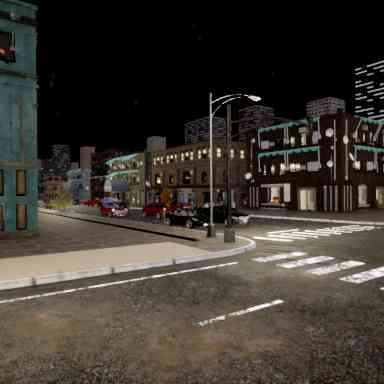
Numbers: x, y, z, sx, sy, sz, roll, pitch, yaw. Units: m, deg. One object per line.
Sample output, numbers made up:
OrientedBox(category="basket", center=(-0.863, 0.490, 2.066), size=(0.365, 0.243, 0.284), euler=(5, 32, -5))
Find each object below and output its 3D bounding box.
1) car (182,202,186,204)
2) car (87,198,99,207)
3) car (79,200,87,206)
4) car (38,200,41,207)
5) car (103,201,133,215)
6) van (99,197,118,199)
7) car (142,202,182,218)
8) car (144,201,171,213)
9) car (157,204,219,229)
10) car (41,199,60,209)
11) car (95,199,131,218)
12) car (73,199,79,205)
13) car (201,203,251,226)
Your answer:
OrientedBox(category="car", center=(-1.445, 1.904, 40.034), size=(1.802, 1.307, 4.206), euler=(-2, 0, -35))
OrientedBox(category="car", center=(-17.450, 1.940, 62.615), size=(2.192, 1.841, 5.009), euler=(-1, 0, -35))
OrientedBox(category="car", center=(-20.644, 2.228, 67.132), size=(1.887, 1.381, 4.507), euler=(-1, 0, -35))
OrientedBox(category="car", center=(-30.681, 2.376, 66.803), size=(2.008, 1.369, 4.403), euler=(-1, 0, -35))
OrientedBox(category="car", center=(-9.214, 1.944, 41.012), size=(1.837, 1.490, 4.892), euler=(-1, 0, -35))
OrientedBox(category="van", center=(-14.250, 1.907, 58.099), size=(1.690, 1.788, 3.998), euler=(-1, 0, -35))
OrientedBox(category="car", center=(-3.311, 1.850, 32.687), size=(1.812, 1.442, 4.674), euler=(-1, 0, -35))
OrientedBox(category="car", center=(-4.644, 1.966, 44.549), size=(1.802, 1.307, 4.206), euler=(-1, 0, -35))
OrientedBox(category="car", center=(-0.360, 1.815, 23.794), size=(1.947, 1.339, 4.313), euler=(-1, 0, -35))
OrientedBox(category="car", center=(-24.183, 2.233, 57.631), size=(1.752, 1.417, 4.829), euler=(-1, 0, -35))
OrientedBox(category="car", center=(-8.285, 1.846, 35.187), size=(1.967, 1.590, 4.097), euler=(-1, 0, -35))
OrientedBox(category="car", center=(-27.044, 2.364, 76.166), size=(1.947, 1.339, 4.313), euler=(-1, 0, -35))
OrientedBox(category="car", center=(2.334, 1.738, 24.735), size=(1.812, 1.442, 4.674), euler=(-1, 0, -34))
